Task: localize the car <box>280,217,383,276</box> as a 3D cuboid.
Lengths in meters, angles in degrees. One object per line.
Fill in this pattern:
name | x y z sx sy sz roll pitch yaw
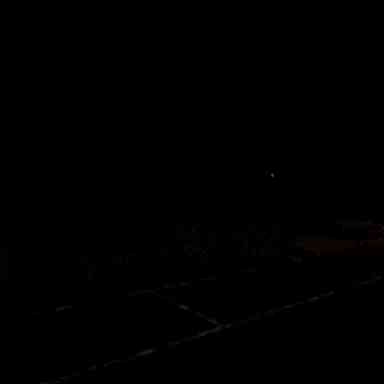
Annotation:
car | 4.767 1.490 10.203 4.829 1.417 1.752 0 0 -34
